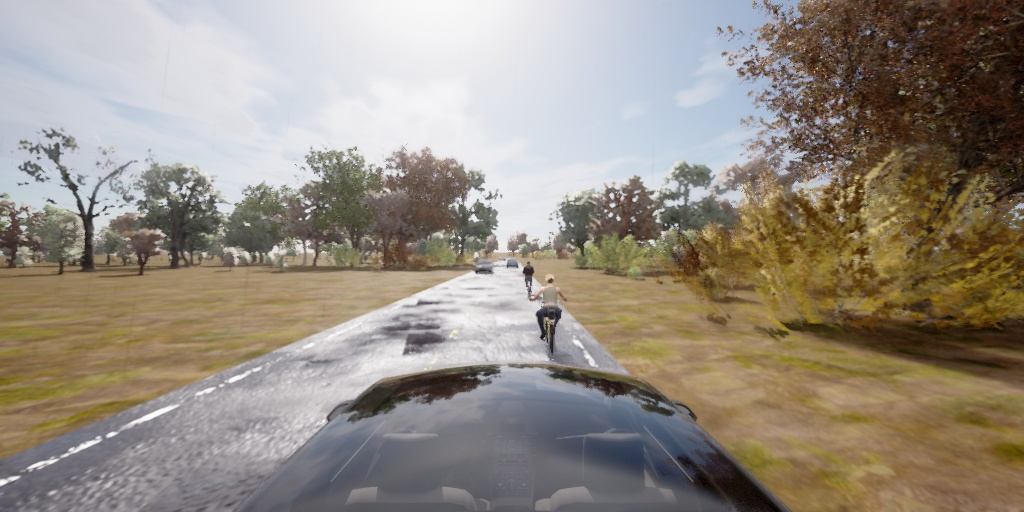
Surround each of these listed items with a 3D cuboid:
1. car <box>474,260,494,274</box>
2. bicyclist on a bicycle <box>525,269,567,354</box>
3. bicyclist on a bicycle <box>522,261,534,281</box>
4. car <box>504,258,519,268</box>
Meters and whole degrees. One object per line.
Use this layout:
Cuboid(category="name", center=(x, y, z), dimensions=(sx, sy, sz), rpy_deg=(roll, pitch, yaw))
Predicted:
Cuboid(category="car", center=(-3.098, 1.238, 39.972), dimensions=(1.837, 1.490, 4.892), rpy_deg=(0, 0, 0))
Cuboid(category="bicyclist on a bicycle", center=(0.803, 1.186, 7.768), dimensions=(0.866, 1.612, 1.509), rpy_deg=(0, 0, 0))
Cuboid(category="bicyclist on a bicycle", center=(0.826, 1.118, 18.054), dimensions=(0.659, 1.776, 1.843), rpy_deg=(0, 0, 0))
Cuboid(category="car", center=(0.097, 1.277, 60.423), dimensions=(1.994, 1.385, 4.181), rpy_deg=(0, 0, 1))
